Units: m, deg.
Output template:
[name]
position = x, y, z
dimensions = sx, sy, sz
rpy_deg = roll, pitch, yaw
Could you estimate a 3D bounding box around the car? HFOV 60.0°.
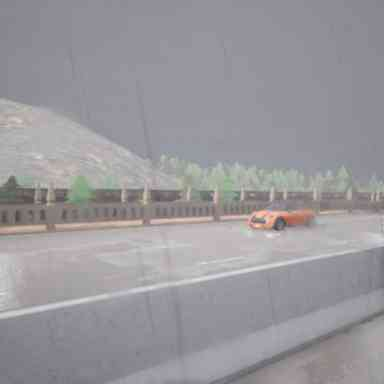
[car]
position = 5.683, 1.423, 20.939
dimensions = 4.553, 1.767, 2.097
rpy_deg = 0, 0, -35
